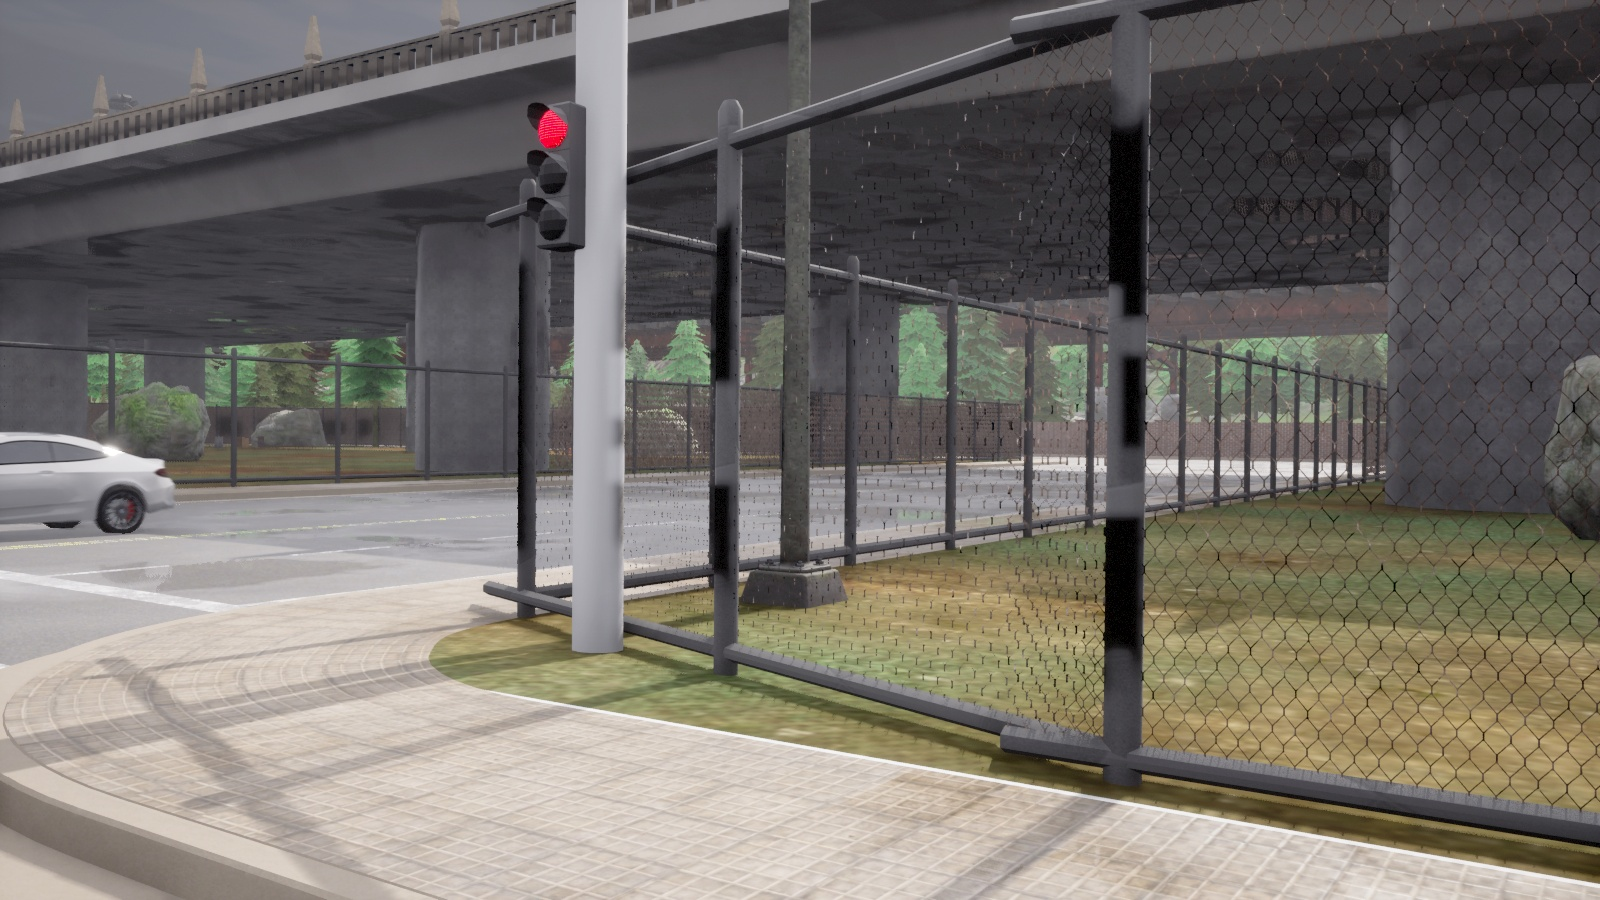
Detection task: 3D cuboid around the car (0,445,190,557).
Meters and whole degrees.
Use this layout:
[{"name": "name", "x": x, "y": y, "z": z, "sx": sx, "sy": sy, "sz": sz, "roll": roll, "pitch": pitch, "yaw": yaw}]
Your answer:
[{"name": "car", "x": -11.086, "y": 0.679, "z": 17.147, "sx": 1.812, "sy": 1.442, "sz": 4.674, "roll": 0, "pitch": 1, "yaw": 33}]
